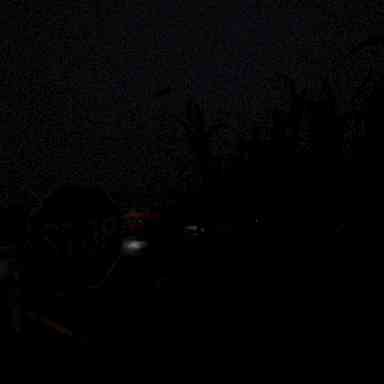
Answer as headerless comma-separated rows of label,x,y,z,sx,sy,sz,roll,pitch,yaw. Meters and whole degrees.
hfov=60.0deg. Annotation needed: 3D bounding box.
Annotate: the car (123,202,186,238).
car,-2.536,1.663,21.351,2.150,2.045,5.566,0,-1,32
